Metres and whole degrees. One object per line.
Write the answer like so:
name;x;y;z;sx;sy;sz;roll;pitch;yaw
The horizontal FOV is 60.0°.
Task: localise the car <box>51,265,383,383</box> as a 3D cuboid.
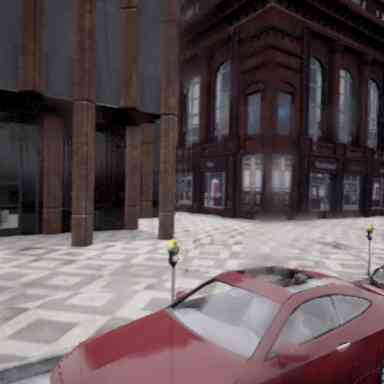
car;0.735;1.543;3.545;4.206;1.307;1.802;1;1;-34
